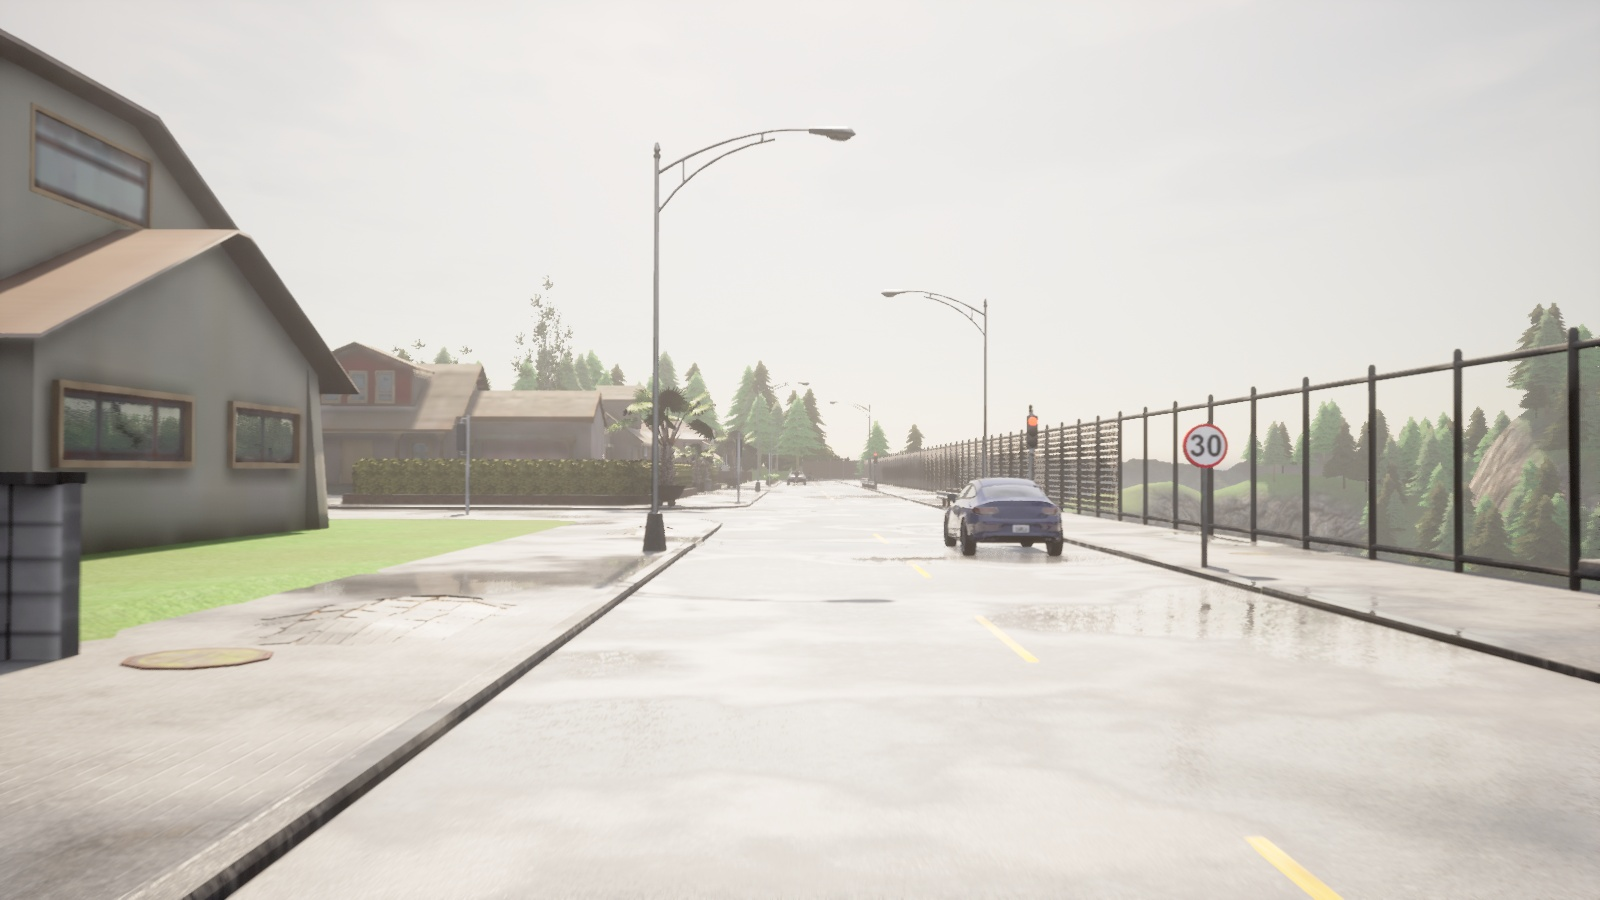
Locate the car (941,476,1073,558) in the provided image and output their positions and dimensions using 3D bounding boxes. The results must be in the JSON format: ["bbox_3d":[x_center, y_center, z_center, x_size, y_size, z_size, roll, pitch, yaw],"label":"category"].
[{"bbox_3d":[3.941,1.237,24.662,1.812,1.442,4.674,0,-1,0],"label":"car"}]
